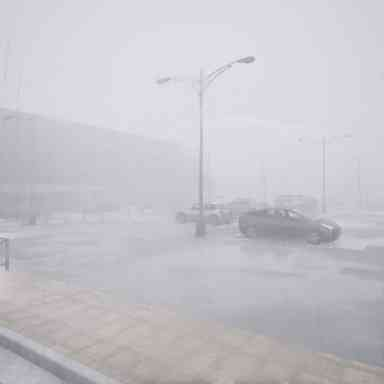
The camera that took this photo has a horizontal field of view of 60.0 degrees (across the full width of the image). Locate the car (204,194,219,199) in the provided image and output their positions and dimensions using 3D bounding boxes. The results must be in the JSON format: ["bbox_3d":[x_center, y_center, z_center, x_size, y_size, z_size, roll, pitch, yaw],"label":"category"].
[{"bbox_3d":[3.921,1.398,51.818,2.150,2.045,5.566,0,0,35],"label":"car"}]

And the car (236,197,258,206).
[{"bbox_3d":[10.053,1.668,60.520,2.128,1.511,4.902,0,0,35],"label":"car"}]

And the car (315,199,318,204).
[{"bbox_3d":[12.916,1.289,40.913,4.605,1.855,1.932,0,0,35],"label":"car"}]

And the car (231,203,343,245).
[{"bbox_3d":[4.403,1.490,15.364,4.514,1.523,2.007,0,0,35],"label":"car"}]

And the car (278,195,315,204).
[{"bbox_3d":[11.577,1.269,38.302,3.866,1.878,1.905,0,0,35],"label":"car"}]

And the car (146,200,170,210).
[{"bbox_3d":[-4.487,1.740,46.313,1.994,1.385,4.181,0,0,36],"label":"car"}]

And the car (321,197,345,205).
[{"bbox_3d":[23.748,1.565,56.014,3.633,1.501,1.845,0,0,35],"label":"car"}]

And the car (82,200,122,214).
[{"bbox_3d":[-10.269,1.681,38.161,1.837,1.490,4.892,0,0,35],"label":"car"}]

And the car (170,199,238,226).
[{"bbox_3d":[0.758,1.424,22.422,3.806,1.475,1.970,0,0,35],"label":"car"}]

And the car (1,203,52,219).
[{"bbox_3d":[-15.346,1.740,30.977,1.994,1.385,4.181,0,0,35],"label":"car"}]

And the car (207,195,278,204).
[{"bbox_3d":[4.196,1.345,27.851,5.027,1.636,2.152,0,0,35],"label":"car"}]

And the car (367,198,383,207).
[{"bbox_3d":[28.091,1.576,49.298,3.806,1.475,1.970,0,0,35],"label":"car"}]
